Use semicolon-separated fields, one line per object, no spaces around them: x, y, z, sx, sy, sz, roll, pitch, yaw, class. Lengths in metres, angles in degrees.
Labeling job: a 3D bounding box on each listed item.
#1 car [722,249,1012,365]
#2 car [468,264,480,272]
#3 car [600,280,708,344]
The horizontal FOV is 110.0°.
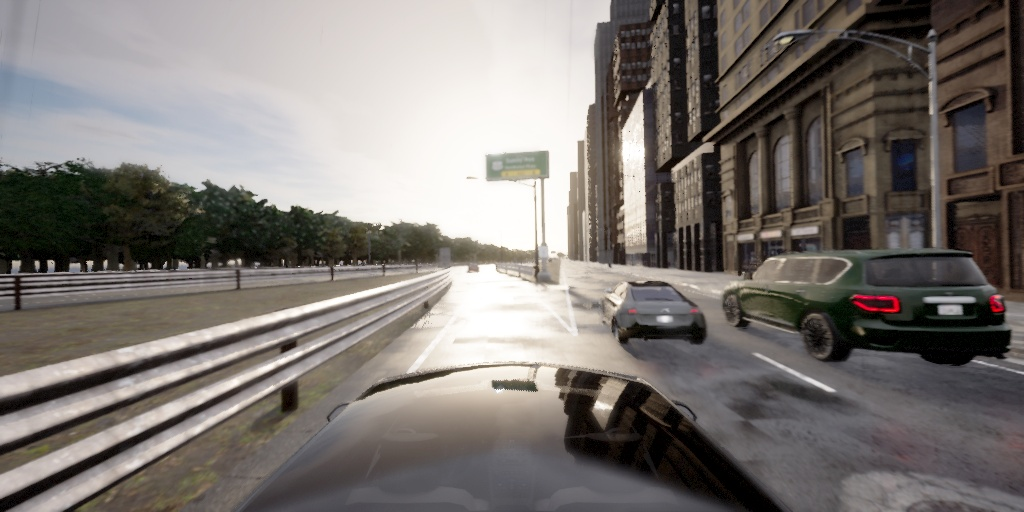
6.842;0.914;7.960;2.150;2.045;5.566;-1;-1;8;car
-6.239;1.926;58.690;1.994;1.385;4.181;-1;-1;-8;car
3.553;1.346;9.704;1.994;1.385;4.181;-1;-1;8;car
